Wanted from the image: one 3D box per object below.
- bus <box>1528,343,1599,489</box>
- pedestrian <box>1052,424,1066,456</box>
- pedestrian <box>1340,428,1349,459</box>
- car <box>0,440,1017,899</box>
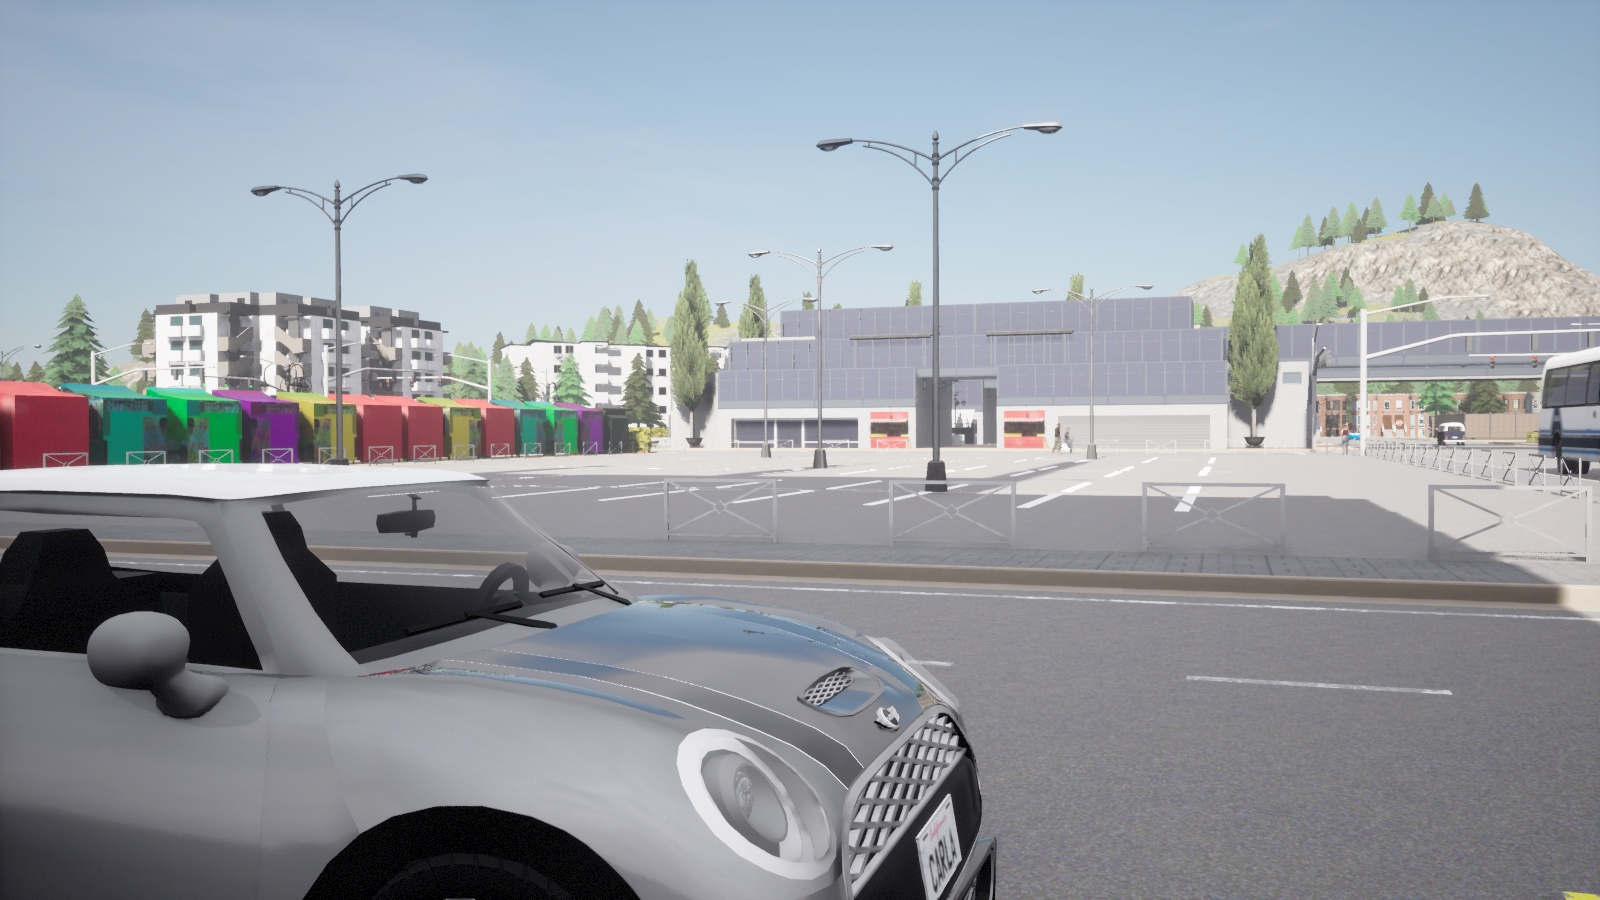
[{"bbox_3d":[26.451,-1.030,39.647,3.944,4.253,10.273,1,1,18],"label":"bus"},{"bbox_3d":[15.132,-0.578,73.421,0.703,1.840,0.431,1,1,30],"label":"pedestrian"},{"bbox_3d":[31.779,-0.385,73.266,0.345,1.836,0.594,0,1,13],"label":"pedestrian"},{"bbox_3d":[-1.428,0.728,3.672,3.806,1.475,1.970,1,1,18],"label":"car"}]
